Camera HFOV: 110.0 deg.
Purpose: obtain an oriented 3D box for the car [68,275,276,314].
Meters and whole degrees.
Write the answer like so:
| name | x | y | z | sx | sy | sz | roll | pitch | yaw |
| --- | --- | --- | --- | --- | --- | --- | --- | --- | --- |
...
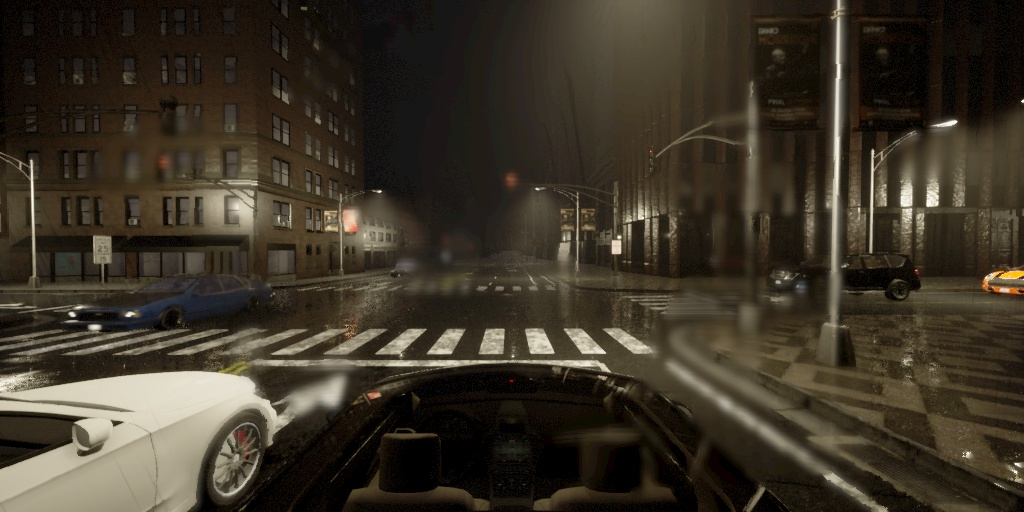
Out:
| name | x | y | z | sx | sy | sz | roll | pitch | yaw |
| --- | --- | --- | --- | --- | --- | --- | --- | --- | --- |
| car | -9.820 | 1.295 | 11.102 | 2.033 | 1.411 | 5.357 | 0 | 0 | 0 |

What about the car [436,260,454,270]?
| name | x | y | z | sx | sy | sz | roll | pitch | yaw |
| --- | --- | --- | --- | --- | --- | --- | --- | --- | --- |
| car | -9.663 | 1.319 | 51.975 | 1.994 | 1.385 | 4.181 | 0 | 0 | 1 |

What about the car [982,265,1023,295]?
| name | x | y | z | sx | sy | sz | roll | pitch | yaw |
| --- | --- | --- | --- | --- | --- | --- | --- | --- | --- |
| car | 24.541 | 0.961 | 16.231 | 4.553 | 1.767 | 2.097 | 0 | 1 | 0 |

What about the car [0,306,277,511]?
| name | x | y | z | sx | sy | sz | roll | pitch | yaw |
| --- | --- | --- | --- | --- | --- | --- | --- | --- | --- |
| car | -3.159 | 1.276 | 1.403 | 1.812 | 1.442 | 4.674 | 0 | 0 | 2 |

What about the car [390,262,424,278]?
| name | x | y | z | sx | sy | sz | roll | pitch | yaw |
| --- | --- | --- | --- | --- | --- | --- | --- | --- | --- |
| car | -9.739 | 1.302 | 33.765 | 2.033 | 1.411 | 5.357 | 0 | 0 | 0 |

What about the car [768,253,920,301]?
| name | x | y | z | sx | sy | sz | roll | pitch | yaw |
| --- | --- | --- | --- | --- | --- | --- | --- | --- | --- |
| car | 14.871 | 0.868 | 16.223 | 5.566 | 2.045 | 2.150 | 0 | 1 | 1 |
